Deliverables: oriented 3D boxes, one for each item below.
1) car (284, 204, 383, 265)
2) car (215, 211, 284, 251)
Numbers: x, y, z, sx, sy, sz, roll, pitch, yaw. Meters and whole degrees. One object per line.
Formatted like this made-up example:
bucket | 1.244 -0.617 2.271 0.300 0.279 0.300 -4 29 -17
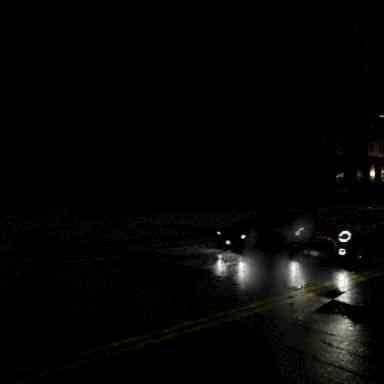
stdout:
car | 5.645 1.328 11.705 4.553 1.767 2.097 0 0 -36
car | 3.533 1.524 14.192 5.357 1.411 2.033 0 0 -36
